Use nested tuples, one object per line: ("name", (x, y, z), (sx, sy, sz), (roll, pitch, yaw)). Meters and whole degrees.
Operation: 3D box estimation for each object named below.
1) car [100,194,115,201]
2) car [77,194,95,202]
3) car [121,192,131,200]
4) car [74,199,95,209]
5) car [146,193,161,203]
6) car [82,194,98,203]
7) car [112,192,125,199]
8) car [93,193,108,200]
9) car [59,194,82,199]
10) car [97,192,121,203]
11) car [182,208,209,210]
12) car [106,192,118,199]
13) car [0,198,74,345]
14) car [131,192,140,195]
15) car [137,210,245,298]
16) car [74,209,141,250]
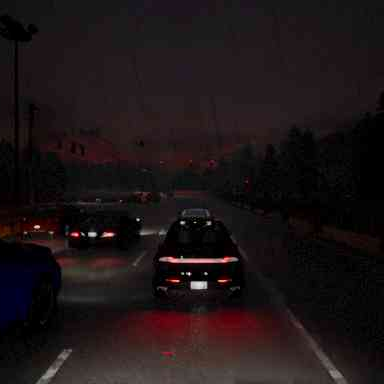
("car", (-17.079, 1.076, 67.317), (1.994, 1.385, 4.181), (0, 0, 0))
("car", (-20.609, 1.130, 64.974), (1.895, 1.301, 4.718), (0, 0, 1))
("car", (-13.637, 1.059, 64.434), (1.812, 1.442, 4.674), (0, 0, 1))
("car", (-6.828, 1.361, 17.115), (1.882, 1.535, 5.008), (0, 0, 0))
("car", (-6.552, 0.943, 56.452), (2.097, 1.767, 4.553), (0, 0, 1))
("car", (-17.221, 1.150, 57.340), (1.994, 1.385, 4.181), (0, 0, 1))
("car", (-17.011, 0.792, 77.449), (2.097, 1.767, 4.553), (0, 0, 0))
("car", (-20.528, 0.934, 74.916), (1.882, 1.535, 5.008), (0, 0, 0))
("car", (-20.730, 1.076, 55.640), (1.882, 1.535, 5.008), (0, 0, 2))
("car", (-13.745, 1.126, 55.371), (1.812, 1.442, 4.674), (0, 0, 1))
("car", (0.189, 1.479, 17.709), (1.895, 1.301, 4.718), (0, 0, 0))
("car", (-20.460, 0.858, 85.135), (1.882, 1.535, 5.008), (0, 0, 0))
("car", (-3.384, 1.205, 3.526), (2.150, 2.045, 5.566), (0, 0, 0))
("car", (-13.531, 0.983, 74.455), (1.812, 1.442, 4.674), (0, 0, 0))
("car", (0.134, 1.439, 8.379), (2.128, 1.511, 4.902), (0, 0, 0))
("car", (-3.337, 1.456, 13.699), (2.033, 1.411, 5.357), (0, 0, 0))
